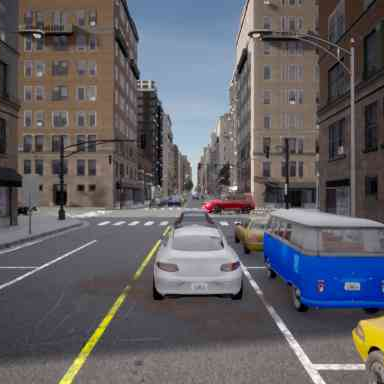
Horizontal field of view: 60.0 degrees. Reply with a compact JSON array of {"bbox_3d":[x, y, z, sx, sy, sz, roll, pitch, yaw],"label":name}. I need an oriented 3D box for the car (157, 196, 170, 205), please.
[{"bbox_3d":[-5.300,1.555,61.920,2.008,1.369,4.403,1,0,1],"label":"car"}]

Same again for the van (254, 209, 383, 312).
[{"bbox_3d":[2.689,1.342,7.409,1.690,1.788,3.998,1,0,0],"label":"van"}]

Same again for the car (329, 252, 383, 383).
[{"bbox_3d":[2.679,1.526,1.905,1.752,1.417,4.829,1,0,0],"label":"car"}]

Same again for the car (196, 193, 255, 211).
[{"bbox_3d":[3.698,1.232,33.907,5.566,2.045,2.150,1,-1,-22],"label":"car"}]

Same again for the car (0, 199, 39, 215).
[{"bbox_3d":[-18.046,1.411,32.323,5.357,1.411,2.033,0,-1,0],"label":"car"}]

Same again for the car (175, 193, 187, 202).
[{"bbox_3d":[-2.515,1.482,61.849,1.882,1.535,5.008,0,0,1],"label":"car"}]

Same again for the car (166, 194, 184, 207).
[{"bbox_3d":[-2.678,1.483,52.189,1.882,1.535,5.008,0,0,1],"label":"car"}]

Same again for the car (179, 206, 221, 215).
[{"bbox_3d":[0.115,1.566,15.594,1.994,1.385,4.181,0,0,0],"label":"car"}]

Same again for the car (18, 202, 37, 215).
[{"bbox_3d":[-16.505,1.443,29.056,4.718,1.301,1.895,0,-1,1],"label":"car"}]

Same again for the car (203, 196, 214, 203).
[{"bbox_3d":[3.304,1.547,67.336,1.887,1.381,4.507,1,0,1],"label":"car"}]

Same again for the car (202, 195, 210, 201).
[{"bbox_3d":[3.620,1.549,89.456,2.008,1.369,4.403,1,0,1],"label":"car"}]

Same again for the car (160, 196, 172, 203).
[{"bbox_3d":[-5.221,1.549,67.449,1.887,1.381,4.507,1,0,1],"label":"car"}]

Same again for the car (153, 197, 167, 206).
[{"bbox_3d":[-5.379,1.571,56.392,1.947,1.339,4.313,1,0,1],"label":"car"}]

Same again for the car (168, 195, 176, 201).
[{"bbox_3d":[-4.986,1.526,83.866,1.752,1.417,4.829,1,0,1],"label":"car"}]

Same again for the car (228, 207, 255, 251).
[{"bbox_3d":[2.696,1.527,13.252,1.752,1.417,4.829,1,0,0],"label":"car"}]

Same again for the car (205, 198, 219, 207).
[{"bbox_3d":[3.067,1.570,50.745,1.947,1.339,4.313,1,0,1],"label":"car"}]

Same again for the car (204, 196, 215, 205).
[{"bbox_3d":[3.225,1.554,61.805,2.008,1.369,4.403,1,0,1],"label":"car"}]

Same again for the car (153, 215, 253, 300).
[{"bbox_3d":[0.088,1.527,8.258,1.812,1.442,4.674,0,0,-1],"label":"car"}]

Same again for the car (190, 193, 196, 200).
[{"bbox_3d":[0.977,1.522,91.793,1.812,1.442,4.674,0,0,1],"label":"car"}]

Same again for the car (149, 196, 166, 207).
[{"bbox_3d":[-5.458,1.587,50.863,1.802,1.307,4.206,1,0,1],"label":"car"}]

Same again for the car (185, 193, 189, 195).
[{"bbox_3d":[-2.306,1.358,71.976,2.097,1.767,4.553,0,0,1],"label":"car"}]

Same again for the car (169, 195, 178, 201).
[{"bbox_3d":[-4.905,1.565,89.564,1.947,1.339,4.313,1,0,1],"label":"car"}]

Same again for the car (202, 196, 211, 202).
[{"bbox_3d":[3.462,1.567,78.396,1.947,1.339,4.313,1,0,1],"label":"car"}]

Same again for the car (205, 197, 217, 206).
[{"bbox_3d":[3.146,1.549,56.275,1.887,1.381,4.507,1,0,1],"label":"car"}]

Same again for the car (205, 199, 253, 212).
[{"bbox_3d":[4.454,1.585,40.100,5.357,1.411,2.033,1,0,21],"label":"car"}]
